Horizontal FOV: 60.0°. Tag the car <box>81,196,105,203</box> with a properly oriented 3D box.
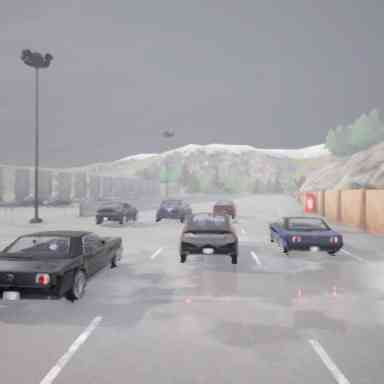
[{"bbox_3d":[-14.393,1.357,49.127,2.128,1.511,4.902,0,0,15],"label":"car"}]

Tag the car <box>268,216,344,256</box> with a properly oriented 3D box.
[{"bbox_3d":[4.227,1.597,13.196,1.895,1.301,4.718,0,0,5],"label":"car"}]

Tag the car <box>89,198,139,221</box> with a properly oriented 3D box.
[{"bbox_3d":[-5.150,1.448,23.419,1.837,1.490,4.892,0,0,8],"label":"car"}]

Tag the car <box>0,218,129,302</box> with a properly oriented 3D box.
[{"bbox_3d":[-3.122,1.575,8.193,1.895,1.301,4.718,0,0,3],"label":"car"}]

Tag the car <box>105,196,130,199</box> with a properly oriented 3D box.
[{"bbox_3d":[-10.580,1.386,49.895,1.837,1.490,4.892,0,1,15],"label":"car"}]

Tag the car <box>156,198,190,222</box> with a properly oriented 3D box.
[{"bbox_3d":[-1.283,1.307,25.599,2.097,1.767,4.553,0,0,9],"label":"car"}]

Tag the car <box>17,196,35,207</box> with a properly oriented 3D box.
[{"bbox_3d":[-22.218,1.340,46.630,1.837,1.490,4.892,0,1,14],"label":"car"}]

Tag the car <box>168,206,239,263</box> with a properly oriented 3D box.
[{"bbox_3d":[0.641,1.475,11.931,2.128,1.511,4.902,0,0,4],"label":"car"}]

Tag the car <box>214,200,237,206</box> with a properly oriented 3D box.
[{"bbox_3d":[3.005,1.443,29.985,1.882,1.535,5.008,0,0,10],"label":"car"}]

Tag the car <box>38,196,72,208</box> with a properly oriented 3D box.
[{"bbox_3d":[-18.712,1.345,46.244,2.128,1.511,4.902,0,0,14],"label":"car"}]
